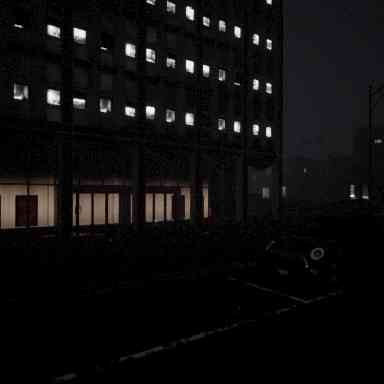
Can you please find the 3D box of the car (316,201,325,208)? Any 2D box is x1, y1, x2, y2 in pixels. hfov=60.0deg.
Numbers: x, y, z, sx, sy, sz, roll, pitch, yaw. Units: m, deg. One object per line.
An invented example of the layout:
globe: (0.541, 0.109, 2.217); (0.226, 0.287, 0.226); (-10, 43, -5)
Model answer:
car: (18.544, 1.447, 44.091); (1.752, 1.417, 4.829); (1, 0, -35)

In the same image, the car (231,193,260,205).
car: (9.197, 1.168, 57.616); (2.192, 1.841, 5.009); (1, 0, -35)

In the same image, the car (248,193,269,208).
car: (8.600, 1.168, 43.743); (2.192, 1.841, 5.009); (1, 0, -35)

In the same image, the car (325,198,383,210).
car: (17.454, 1.465, 35.481); (2.033, 1.411, 5.357); (0, 0, -35)

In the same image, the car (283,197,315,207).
car: (15.492, 1.481, 48.507); (1.802, 1.307, 4.206); (1, 0, -35)

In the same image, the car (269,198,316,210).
car: (11.746, 1.427, 39.188); (2.008, 1.369, 4.403); (1, 0, -35)

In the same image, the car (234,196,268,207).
car: (8.476, 1.328, 48.476); (1.882, 1.535, 5.008); (0, 0, -34)

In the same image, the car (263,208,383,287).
car: (3.863, 1.441, 9.316); (4.097, 1.590, 1.967); (0, 0, -36)
